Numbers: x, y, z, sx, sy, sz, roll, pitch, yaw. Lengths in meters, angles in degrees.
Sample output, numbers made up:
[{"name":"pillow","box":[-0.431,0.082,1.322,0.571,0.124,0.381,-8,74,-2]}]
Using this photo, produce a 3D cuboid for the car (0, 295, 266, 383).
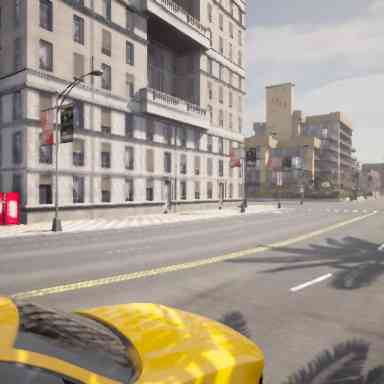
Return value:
[{"name":"car","box":[-1.632,1.469,2.115,5.008,1.535,1.882,0,0,-36]}]
